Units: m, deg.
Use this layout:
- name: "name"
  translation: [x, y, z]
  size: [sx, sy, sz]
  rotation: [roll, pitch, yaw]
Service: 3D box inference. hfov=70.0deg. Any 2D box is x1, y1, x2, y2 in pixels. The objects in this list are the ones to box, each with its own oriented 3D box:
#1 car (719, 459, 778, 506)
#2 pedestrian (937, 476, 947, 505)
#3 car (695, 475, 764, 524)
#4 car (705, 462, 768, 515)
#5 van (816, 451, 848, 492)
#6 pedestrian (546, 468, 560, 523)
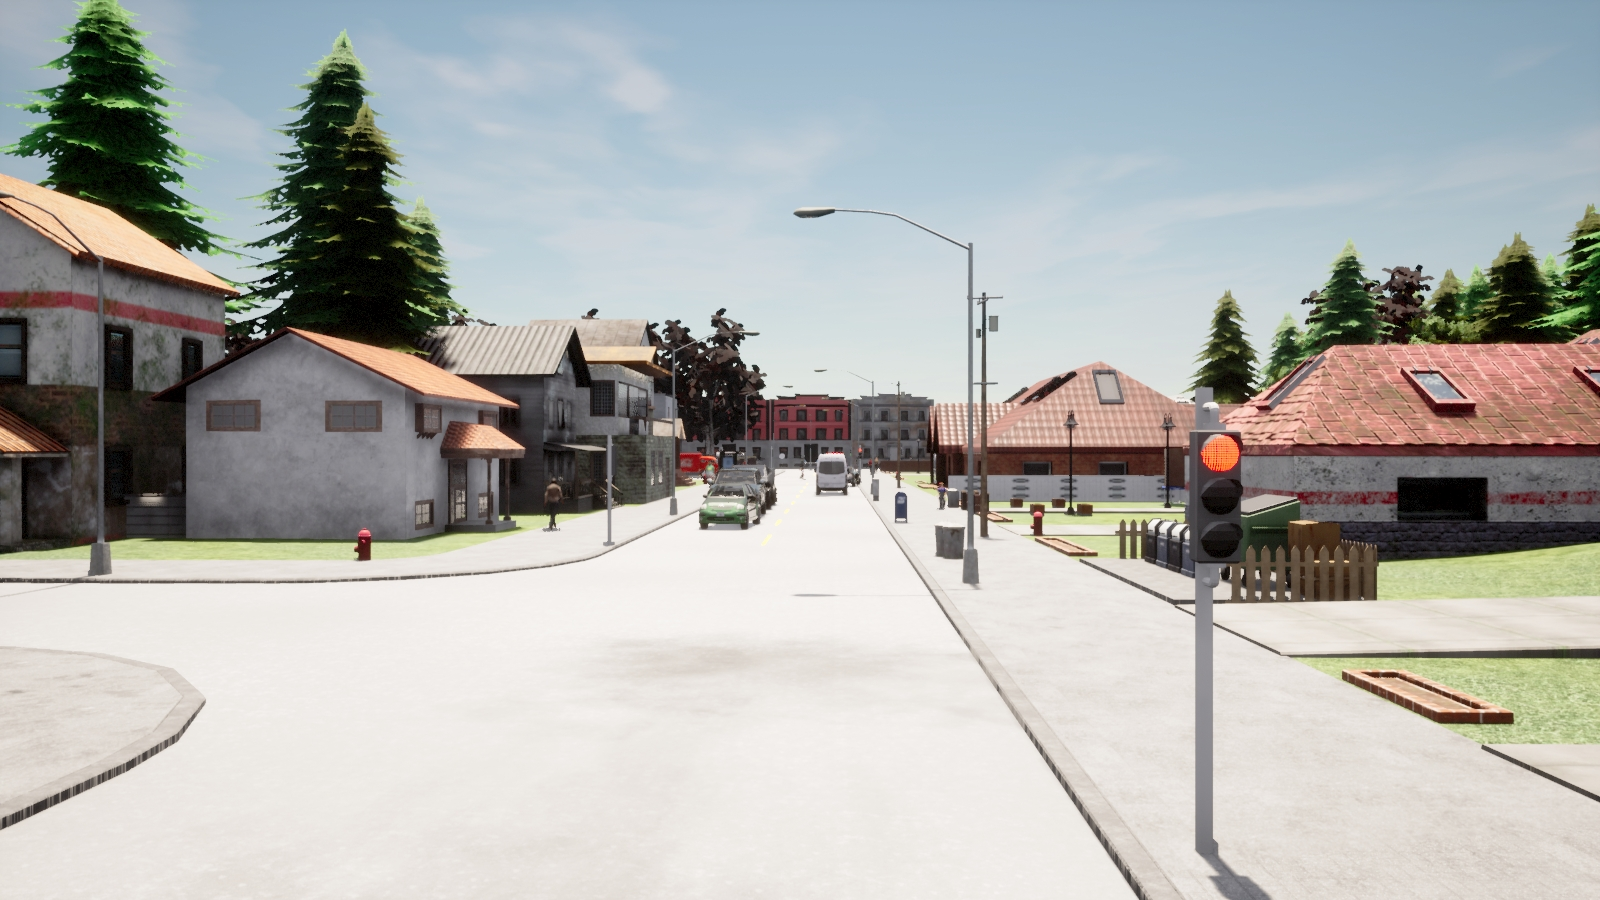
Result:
- name: "car"
  translation: [-2.451, 1.534, 55.813]
  size: [2.390, 2.098, 6.274]
  rotation: [0, 0, 2]
- name: "pedestrian"
  translation: [6.354, 1.803, 51.096]
  size: [0.375, 1.300, 0.375]
  rotation: [0, 0, -7]
- name: "car"
  translation: [-2.533, 1.779, 41.798]
  size: [1.851, 1.617, 3.988]
  rotation: [0, 0, 7]
- name: "car"
  translation: [-2.626, 1.559, 48.404]
  size: [2.150, 2.045, 5.566]
  rotation: [0, 0, 2]
- name: "van"
  translation: [2.035, 1.314, 73.193]
  size: [1.988, 2.561, 5.915]
  rotation: [0, 0, 2]
- name: "pedestrian"
  translation: [-8.302, 1.525, 38.389]
  size: [0.375, 1.860, 0.375]
  rotation: [0, 0, 2]
